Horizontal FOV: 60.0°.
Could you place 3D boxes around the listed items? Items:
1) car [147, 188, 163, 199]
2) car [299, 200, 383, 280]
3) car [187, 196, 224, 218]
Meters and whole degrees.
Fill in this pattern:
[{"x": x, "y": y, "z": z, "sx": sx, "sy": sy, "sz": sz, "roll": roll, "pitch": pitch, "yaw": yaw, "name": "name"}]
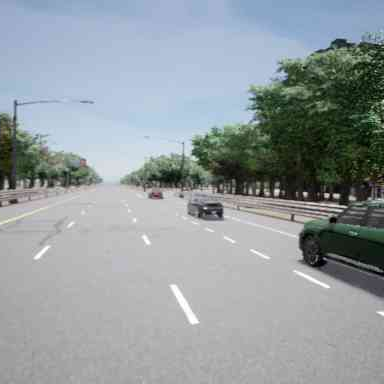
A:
[{"x": -6.040, "y": 0.159, "z": 54.137, "sx": 2.097, "sy": 1.767, "sz": 4.553, "roll": 1, "pitch": 1, "yaw": -13, "name": "car"}, {"x": 4.853, "y": 1.198, "z": 8.045, "sx": 2.150, "sy": 2.045, "sz": 5.566, "roll": 1, "pitch": 1, "yaw": -13, "name": "car"}, {"x": 0.912, "y": 1.060, "z": 24.688, "sx": 1.837, "sy": 1.490, "sz": 4.892, "roll": 1, "pitch": 1, "yaw": -13, "name": "car"}]
